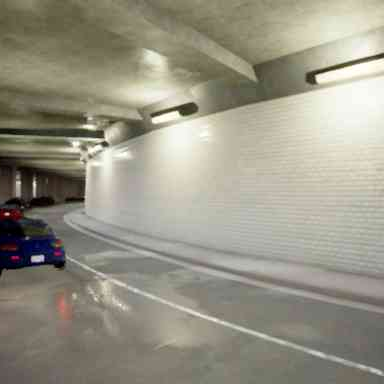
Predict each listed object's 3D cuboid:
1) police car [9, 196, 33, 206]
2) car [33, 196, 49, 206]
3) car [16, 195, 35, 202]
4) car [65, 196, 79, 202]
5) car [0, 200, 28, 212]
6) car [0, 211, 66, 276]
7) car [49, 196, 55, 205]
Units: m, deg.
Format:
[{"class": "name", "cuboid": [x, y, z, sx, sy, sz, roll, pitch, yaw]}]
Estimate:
[{"class": "police car", "cuboid": [-25.438, 1.544, 48.536, 1.930, 1.638, 5.238, 1, 0, -9]}, {"class": "car", "cuboid": [-27.066, 1.702, 58.290, 1.812, 1.442, 4.674, 1, 0, -9]}, {"class": "car", "cuboid": [-35.055, 1.326, 70.045, 2.128, 1.511, 4.902, 1, 0, -9]}, {"class": "car", "cuboid": [-30.469, 1.701, 83.487, 1.994, 1.385, 4.181, 1, 0, -9]}, {"class": "car", "cuboid": [-14.602, 1.625, 26.677, 1.994, 1.385, 4.181, 1, 0, -24]}, {"class": "car", "cuboid": [-5.361, 1.556, 10.446, 1.812, 1.442, 4.674, 1, 0, -37]}, {"class": "car", "cuboid": [-28.048, 1.562, 64.180, 2.097, 1.767, 4.553, 1, 0, -9]}]
